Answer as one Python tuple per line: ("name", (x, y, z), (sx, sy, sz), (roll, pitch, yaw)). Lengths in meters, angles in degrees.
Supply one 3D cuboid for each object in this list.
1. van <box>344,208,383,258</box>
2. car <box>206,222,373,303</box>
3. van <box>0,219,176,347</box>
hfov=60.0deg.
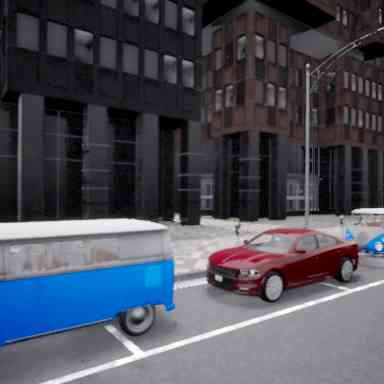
("van", (6.978, 1.447, 11.623), (3.998, 1.788, 1.690), (1, 0, -35))
("car", (2.402, 1.602, 8.361), (4.507, 1.381, 1.887), (1, 0, -35))
("van", (-2.170, 1.350, 5.100), (3.998, 1.788, 1.690), (1, 0, -35))
